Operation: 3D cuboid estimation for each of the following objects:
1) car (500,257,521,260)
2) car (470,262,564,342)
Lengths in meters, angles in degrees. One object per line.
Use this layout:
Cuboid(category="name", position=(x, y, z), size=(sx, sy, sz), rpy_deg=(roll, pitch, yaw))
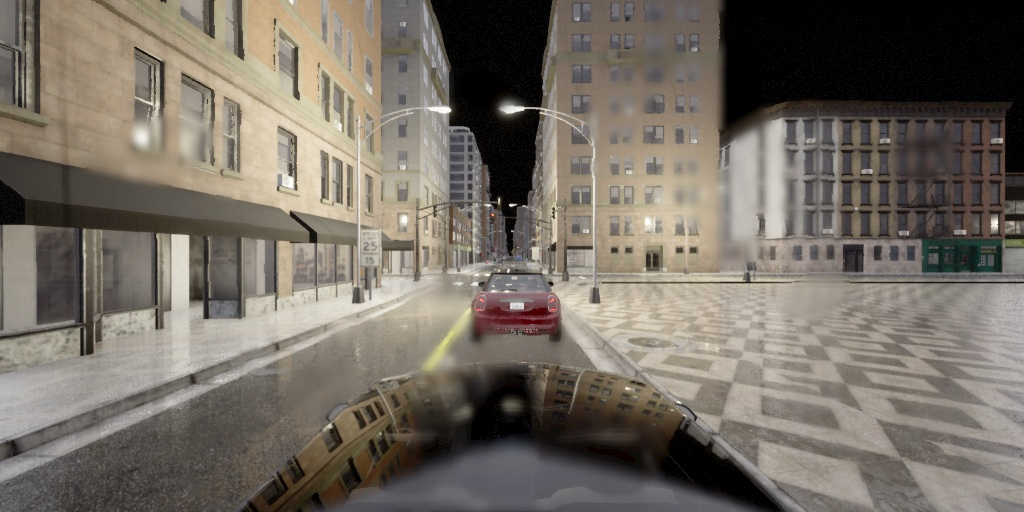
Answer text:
Cuboid(category="car", position=(0.073, 1.101, 19.701), size=(2.097, 1.767, 4.553), rpy_deg=(0, 0, -1))
Cuboid(category="car", position=(0.112, 1.102, 9.885), size=(2.097, 1.767, 4.553), rpy_deg=(0, 0, 0))
